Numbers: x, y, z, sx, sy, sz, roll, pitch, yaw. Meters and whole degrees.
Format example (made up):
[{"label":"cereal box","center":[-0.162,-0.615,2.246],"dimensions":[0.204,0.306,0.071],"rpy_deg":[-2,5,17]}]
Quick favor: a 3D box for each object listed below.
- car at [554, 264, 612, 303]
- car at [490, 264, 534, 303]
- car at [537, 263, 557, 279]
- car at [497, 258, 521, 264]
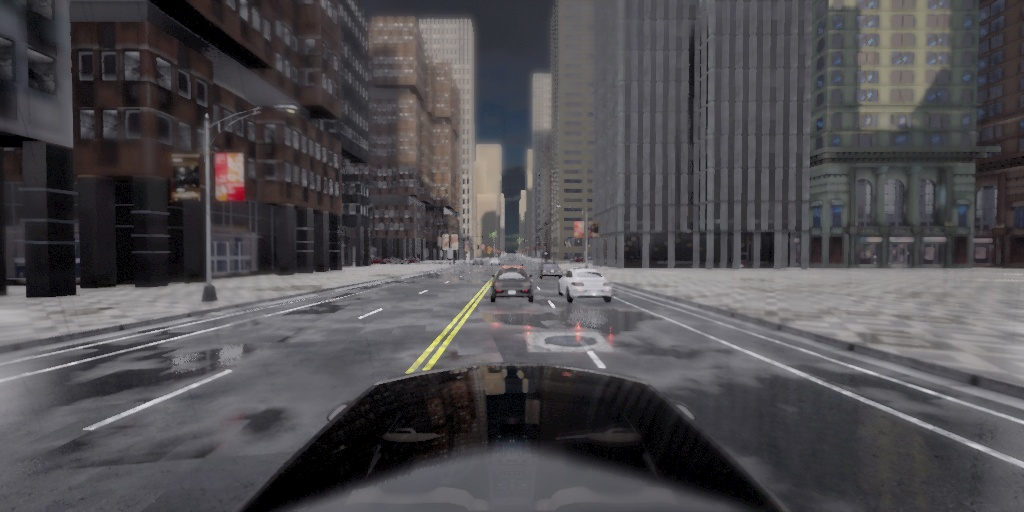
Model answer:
[{"label":"car","center":[3.251,1.270,16.502],"dimensions":[1.812,1.442,4.674],"rpy_deg":[0,0,0]},{"label":"car","center":[0.001,1.270,16.502],"dimensions":[1.812,1.442,4.674],"rpy_deg":[0,0,0]},{"label":"car","center":[3.251,1.281,31.503],"dimensions":[2.033,1.411,5.357],"rpy_deg":[0,0,0]},{"label":"car","center":[0.001,1.084,31.473],"dimensions":[2.097,1.767,4.553],"rpy_deg":[0,0,0]}]
